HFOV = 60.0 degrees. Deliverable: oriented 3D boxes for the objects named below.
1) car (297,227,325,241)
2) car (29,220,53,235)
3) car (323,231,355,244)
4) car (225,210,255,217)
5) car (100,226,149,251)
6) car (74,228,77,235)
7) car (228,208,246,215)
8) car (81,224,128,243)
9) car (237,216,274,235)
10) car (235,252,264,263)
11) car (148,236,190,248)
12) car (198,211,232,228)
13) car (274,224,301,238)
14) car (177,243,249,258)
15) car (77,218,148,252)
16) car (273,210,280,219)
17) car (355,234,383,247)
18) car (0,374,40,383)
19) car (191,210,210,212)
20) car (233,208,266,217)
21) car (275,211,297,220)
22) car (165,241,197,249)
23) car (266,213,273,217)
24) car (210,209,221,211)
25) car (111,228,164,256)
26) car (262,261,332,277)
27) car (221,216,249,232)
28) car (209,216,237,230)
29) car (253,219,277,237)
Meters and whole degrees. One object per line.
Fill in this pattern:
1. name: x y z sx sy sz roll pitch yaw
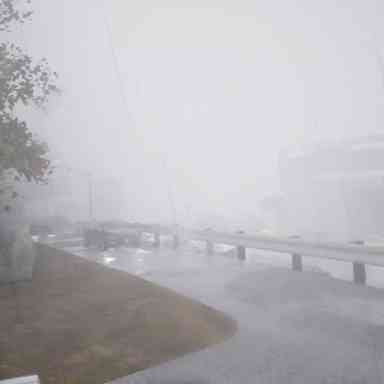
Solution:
1. car: 13.057 4.597 34.657 2.163 1.488 4.792 0 0 36
2. car: -16.098 3.733 35.398 1.837 1.490 4.892 -1 -4 -33
3. car: 14.686 4.568 32.178 2.097 1.535 5.008 1 0 36
4. car: 9.729 5.235 69.147 5.366 1.575 1.946 2 -1 36
5. car: -6.694 4.581 33.579 2.185 1.767 4.553 -1 1 36
6. car: -11.732 4.454 41.104 2.435 2.045 5.566 0 1 36
7. car: 12.523 5.502 93.343 4.553 1.767 2.185 0 -2 35
8. car: -10.042 4.706 38.620 2.231 1.521 4.892 -1 1 36
9. car: 8.123 4.441 42.028 2.185 1.767 4.553 1 0 36
10. car: 3.446 4.710 18.544 2.231 1.521 4.892 0 1 36
11. car: -1.610 4.456 26.096 2.435 2.045 5.566 -1 1 36
12. car: 3.169 4.313 49.403 2.435 2.045 5.566 0 0 36
13. car: 11.396 4.568 37.094 2.231 1.521 4.892 1 0 36
14. car: 1.723 4.458 21.026 2.435 2.045 5.566 0 1 36
15. car: -4.397 2.248 17.721 1.837 1.490 4.892 -1 -4 -34
16. car: 17.057 5.459 74.371 5.008 1.535 2.097 1 0 36
17. car: 16.443 4.567 29.870 1.946 1.575 5.366 0 0 36
18. car: -2.656 1.594 0.590 4.718 1.301 1.895 0 0 -33
19. car: 1.372 5.328 85.623 4.892 1.521 2.231 0 -2 35
20. car: 12.103 5.064 70.952 5.566 2.045 2.435 2 0 36
21. car: 22.003 5.465 77.802 4.553 1.767 2.185 1 0 35
22. car: 0.082 4.737 23.590 2.163 1.488 4.792 -1 1 36
23. car: 14.558 5.429 72.665 4.674 1.452 2.002 1 0 36
24. car: 4.173 5.404 87.539 4.892 1.521 2.231 0 -1 35
25. car: -5.002 4.582 31.068 2.185 1.767 4.553 -1 1 36
26. car: 5.132 4.458 16.054 2.435 2.045 5.566 -1 1 36
27. car: 6.458 4.567 44.464 2.231 1.521 4.892 0 0 36
28. car: 4.806 4.605 46.918 2.002 1.452 4.674 0 0 36
29. car: 9.647 4.563 39.393 1.946 1.575 5.366 0 0 36
